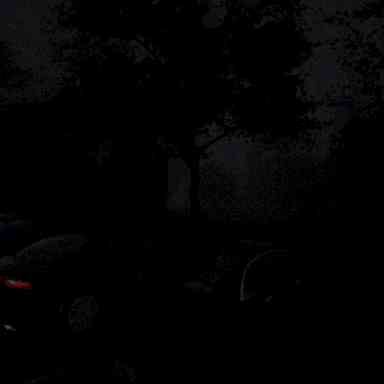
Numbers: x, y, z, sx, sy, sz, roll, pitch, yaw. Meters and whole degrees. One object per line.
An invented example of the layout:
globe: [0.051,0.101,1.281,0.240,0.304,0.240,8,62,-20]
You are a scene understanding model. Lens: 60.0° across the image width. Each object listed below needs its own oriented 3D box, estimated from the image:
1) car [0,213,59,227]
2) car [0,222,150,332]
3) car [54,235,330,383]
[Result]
car: [-3.899,1.442,8.535,2.097,1.535,5.008,1,0,35]
car: [-1.628,1.464,6.915,2.097,1.535,5.008,0,0,36]
car: [0.748,1.478,5.220,2.231,1.521,4.892,0,0,35]
